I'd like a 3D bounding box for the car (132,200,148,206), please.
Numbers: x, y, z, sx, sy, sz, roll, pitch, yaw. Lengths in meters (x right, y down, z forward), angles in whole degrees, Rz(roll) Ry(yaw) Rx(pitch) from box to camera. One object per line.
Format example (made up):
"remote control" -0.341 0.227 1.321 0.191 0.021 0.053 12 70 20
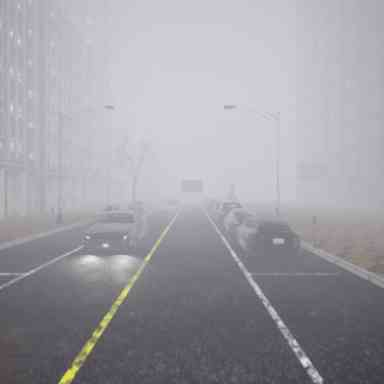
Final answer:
"car" -5.688 1.542 34.966 1.947 1.339 4.313 -1 0 0

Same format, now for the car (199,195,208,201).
"car" 2.706 1.480 80.108 1.887 1.381 4.507 -1 0 0

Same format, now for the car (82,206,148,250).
"car" -3.097 1.538 14.584 2.033 1.411 5.357 0 0 0

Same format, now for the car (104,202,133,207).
"car" -5.691 1.566 23.684 1.802 1.307 4.206 -1 0 0

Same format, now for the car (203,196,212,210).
"car" 2.695 1.538 40.609 1.947 1.339 4.313 -1 0 0

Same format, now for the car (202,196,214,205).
"car" 2.700 1.483 57.707 1.752 1.417 4.829 -1 0 0

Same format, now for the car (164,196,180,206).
"car" -3.042 1.560 54.940 1.895 1.301 4.718 0 0 1

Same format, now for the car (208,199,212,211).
"car" 2.691 1.546 29.323 1.947 1.339 4.313 -1 0 0

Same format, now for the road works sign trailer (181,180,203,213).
"road works sign trailer" 0.012 0.439 36.873 2.380 3.560 2.880 0 0 0

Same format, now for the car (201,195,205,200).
"car" 2.698 1.507 51.894 1.887 1.381 4.507 -1 0 0

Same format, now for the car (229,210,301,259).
"car" 2.687 1.558 12.395 1.947 1.339 4.313 -1 0 0

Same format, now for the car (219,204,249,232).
"car" 2.688 1.570 18.038 1.802 1.307 4.206 -1 0 0

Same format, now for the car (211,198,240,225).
"car" 2.689 1.424 23.680 1.967 1.590 4.097 -1 0 0

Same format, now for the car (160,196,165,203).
"car" -5.677 1.497 68.814 2.008 1.369 4.403 -1 0 0
